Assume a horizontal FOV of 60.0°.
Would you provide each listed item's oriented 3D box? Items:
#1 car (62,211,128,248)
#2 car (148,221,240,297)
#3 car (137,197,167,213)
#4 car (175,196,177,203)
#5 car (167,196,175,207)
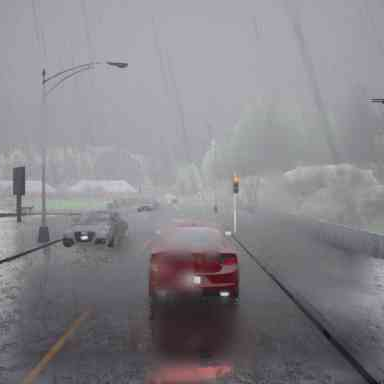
[{"bbox_3d":[-4.113,1.564,14.726,1.994,1.385,4.181,0,0,0],"label":"car"},{"bbox_3d":[0.052,1.478,8.630,1.882,1.535,5.008,0,0,0],"label":"car"},{"bbox_3d":[-4.585,1.564,37.096,1.994,1.385,4.181,0,0,10],"label":"car"},{"bbox_3d":[-4.060,1.525,69.271,1.812,1.442,4.674,0,0,0],"label":"car"},{"bbox_3d":[-4.139,1.525,51.438,1.812,1.442,4.674,0,0,0],"label":"car"}]
